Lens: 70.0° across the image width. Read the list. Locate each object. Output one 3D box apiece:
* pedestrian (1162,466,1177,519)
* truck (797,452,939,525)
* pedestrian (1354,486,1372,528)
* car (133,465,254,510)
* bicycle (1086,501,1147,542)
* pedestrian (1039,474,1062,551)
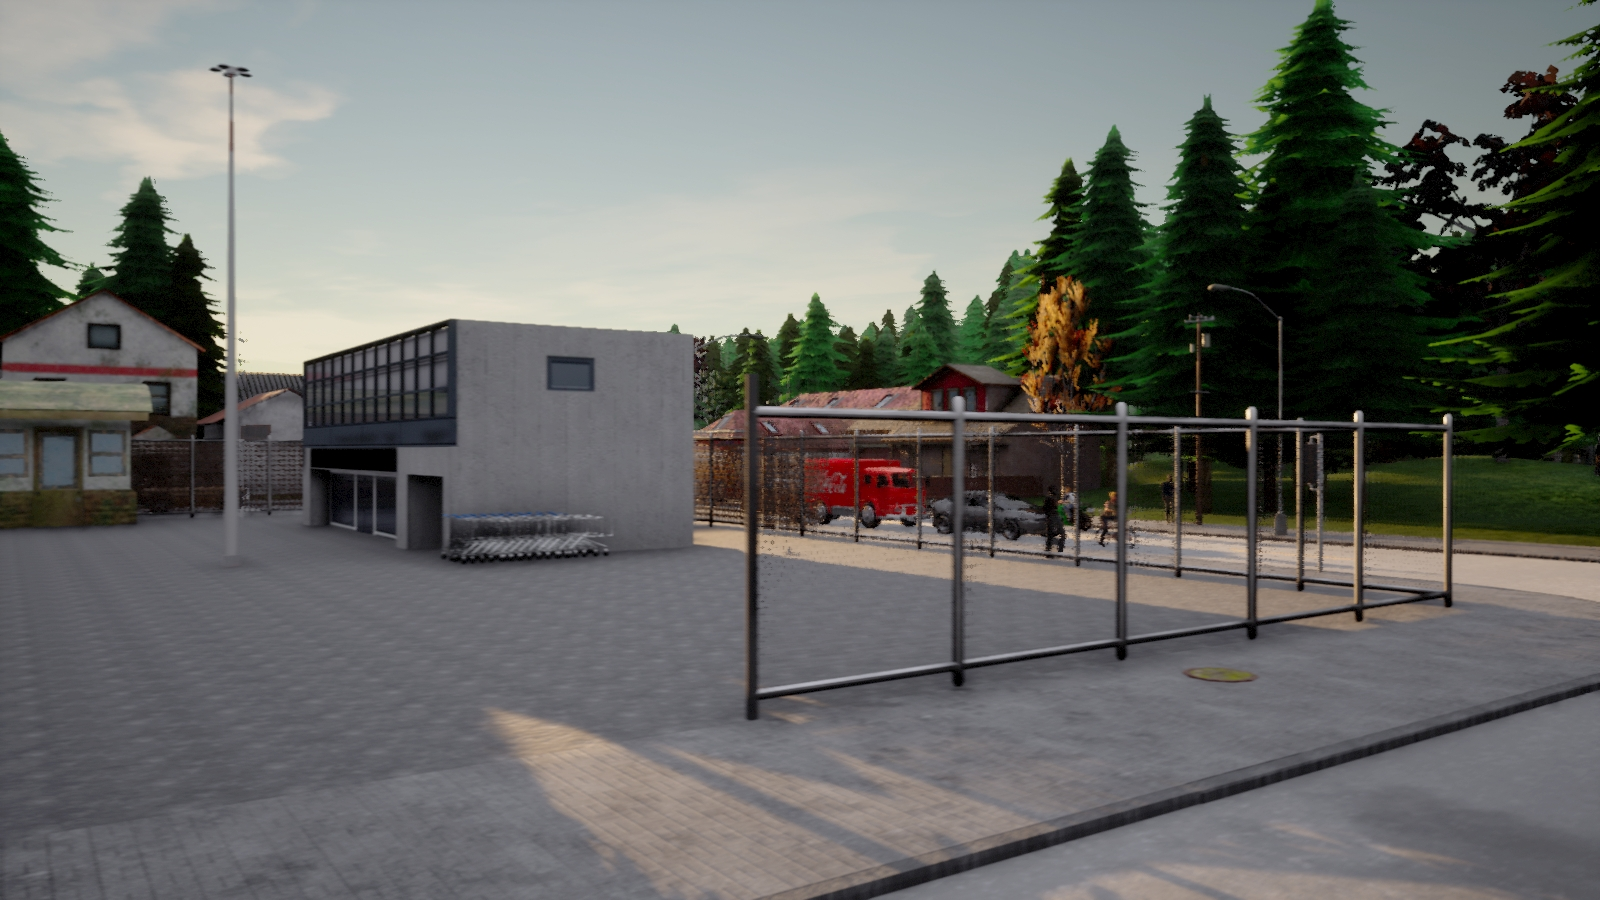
[{"bbox_3d":[13.285,1.524,41.042,0.375,1.860,0.375,0,0,-9],"label":"pedestrian"},{"bbox_3d":[2.444,1.339,42.530,2.627,2.467,5.204,0,0,-35],"label":"truck"},{"bbox_3d":[17.811,1.805,36.152,0.375,1.300,0.375,0,0,-40],"label":"pedestrian"},{"bbox_3d":[-27.030,1.644,50.994,4.605,1.855,1.932,0,0,-34],"label":"car"},{"bbox_3d":[9.125,2.036,32.955,0.859,1.080,1.487,0,0,-35],"label":"bicycle"},{"bbox_3d":[6.138,1.516,27.995,0.375,1.860,0.375,0,0,-35],"label":"pedestrian"}]
